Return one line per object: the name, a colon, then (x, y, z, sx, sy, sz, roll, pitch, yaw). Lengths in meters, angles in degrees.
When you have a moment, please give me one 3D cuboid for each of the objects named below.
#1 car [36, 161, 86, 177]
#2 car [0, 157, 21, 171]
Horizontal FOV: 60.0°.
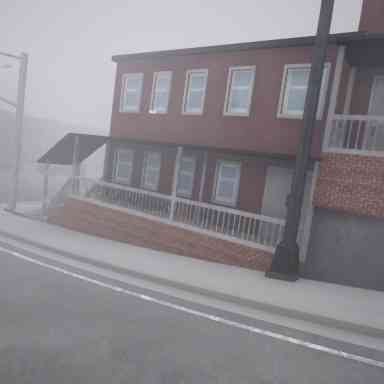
car: (-14.741, -2.754, 37.972, 2.150, 2.045, 5.566, 11, 7, 35)
car: (-20.870, -3.052, 35.449, 2.128, 1.511, 4.902, 11, 7, 35)
